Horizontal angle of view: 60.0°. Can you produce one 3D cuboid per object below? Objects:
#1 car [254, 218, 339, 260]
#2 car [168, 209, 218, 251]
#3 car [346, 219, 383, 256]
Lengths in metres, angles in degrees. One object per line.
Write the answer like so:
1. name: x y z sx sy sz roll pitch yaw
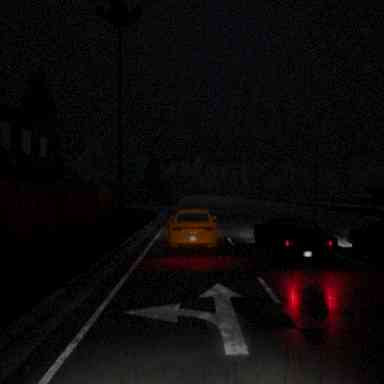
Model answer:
1. car: 3.541 1.598 12.331 1.895 1.301 4.718 0 0 0
2. car: 0.056 1.474 14.171 1.882 1.535 5.008 0 0 0
3. car: 7.027 1.545 10.769 2.033 1.411 5.357 0 0 1
